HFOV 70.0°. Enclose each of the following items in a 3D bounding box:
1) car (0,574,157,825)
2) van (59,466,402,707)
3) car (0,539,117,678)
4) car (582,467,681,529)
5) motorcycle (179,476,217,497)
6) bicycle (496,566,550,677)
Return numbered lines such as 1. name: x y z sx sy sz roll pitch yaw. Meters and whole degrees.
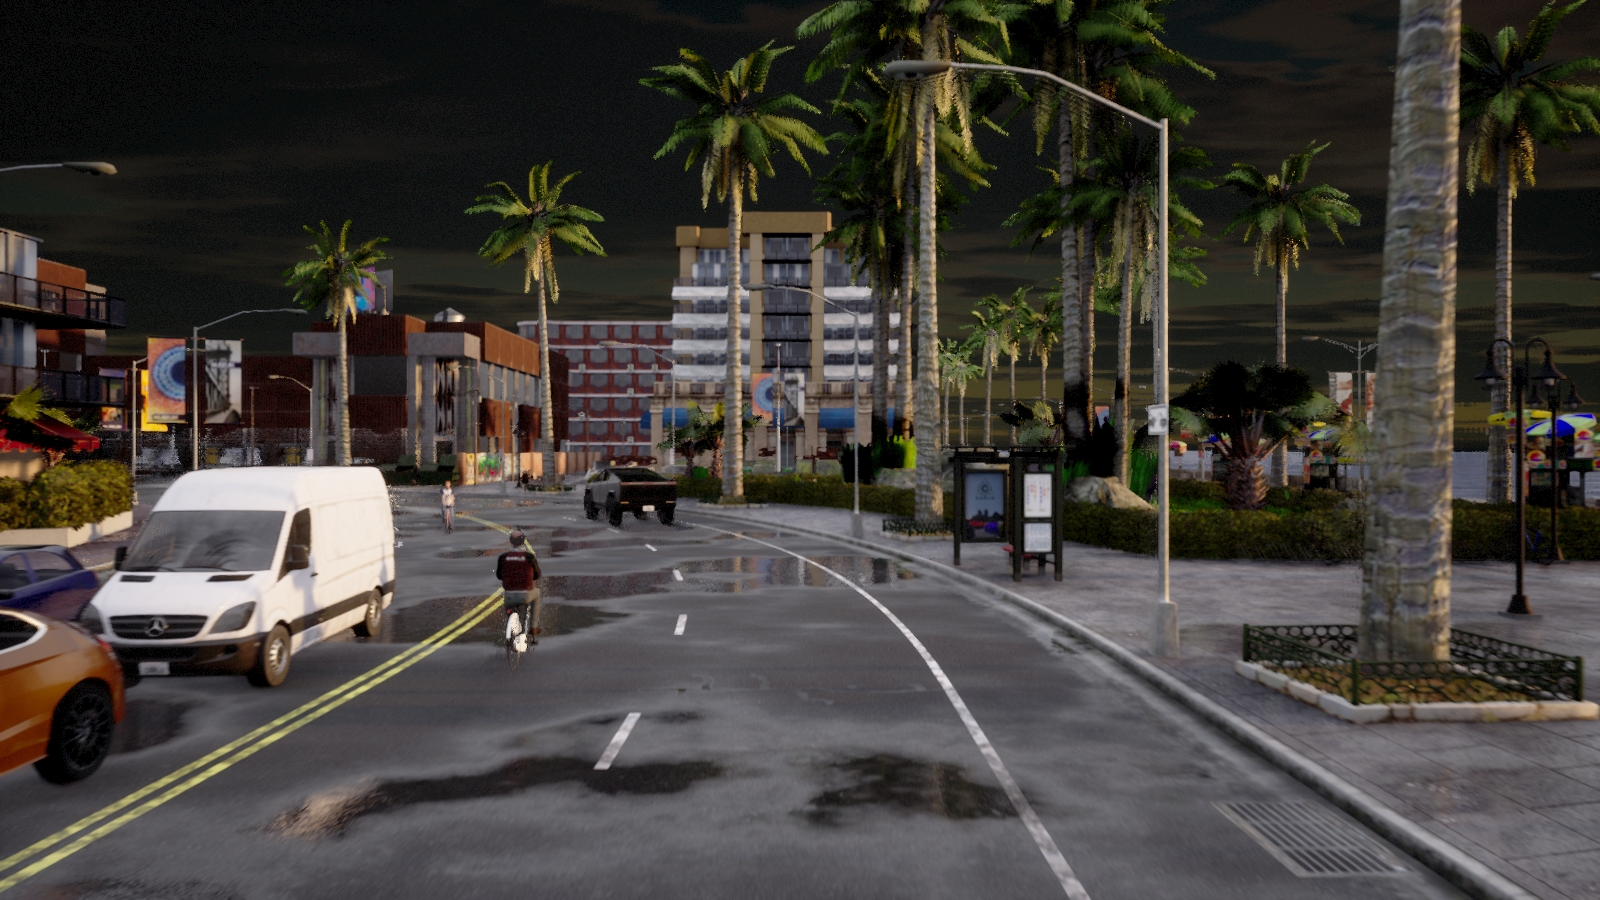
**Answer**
1. car: -7.088 1.992 8.225 2.152 1.651 5.027 0 0 -1
2. van: -7.272 1.535 15.499 1.988 2.561 5.915 0 0 -3
3. car: -10.759 2.038 14.753 1.845 1.501 3.633 0 0 -3
4. car: -6.614 1.754 44.069 2.390 2.098 6.274 0 0 -22
5. motorcycle: -36.398 2.182 69.073 1.805 1.236 0.856 0 0 -1
6. bicycle: -3.616 2.210 14.994 0.329 1.171 1.835 -1 0 -3
